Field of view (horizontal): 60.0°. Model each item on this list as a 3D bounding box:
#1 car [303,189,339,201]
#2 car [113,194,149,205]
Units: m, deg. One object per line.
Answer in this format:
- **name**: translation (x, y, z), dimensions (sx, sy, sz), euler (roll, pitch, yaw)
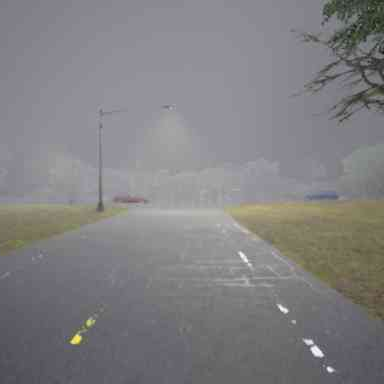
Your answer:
- **car**: translation (21.176, 0.630, 54.728), dimensions (5.566, 2.045, 2.150), euler (-3, -3, -1)
- **car**: translation (-8.626, 1.049, 47.323), dimensions (5.008, 1.535, 1.882), euler (1, -2, 0)
